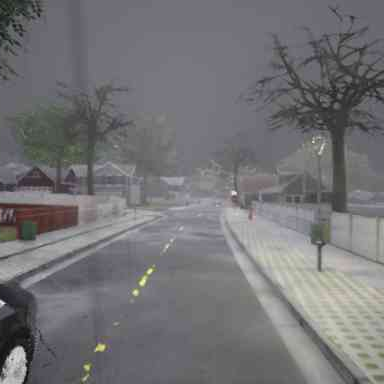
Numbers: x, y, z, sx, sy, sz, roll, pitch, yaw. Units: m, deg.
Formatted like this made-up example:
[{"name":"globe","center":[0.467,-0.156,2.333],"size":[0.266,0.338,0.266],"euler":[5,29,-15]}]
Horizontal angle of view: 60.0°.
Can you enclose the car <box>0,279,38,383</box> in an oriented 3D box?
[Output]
[{"name":"car","center":[-2.805,1.525,2.165],"size":[1.837,1.490,4.892],"euler":[0,-1,0]}]

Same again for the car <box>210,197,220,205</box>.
[{"name":"car","center":[5.873,2.297,84.003],"size":[2.150,2.045,5.566],"euler":[0,-1,11]}]
